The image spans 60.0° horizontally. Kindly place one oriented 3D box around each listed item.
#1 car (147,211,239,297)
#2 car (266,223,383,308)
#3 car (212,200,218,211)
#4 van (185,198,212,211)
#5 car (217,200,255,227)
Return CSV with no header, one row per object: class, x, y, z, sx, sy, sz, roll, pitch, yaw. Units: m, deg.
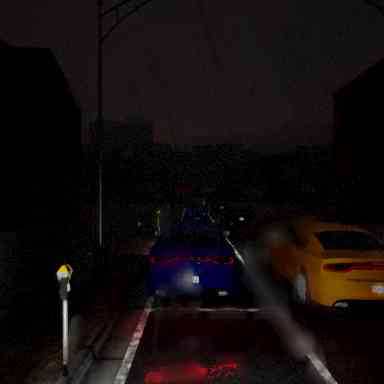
car,0.006,1.477,8.651,1.882,1.535,5.008,0,0,0
car,3.119,1.477,8.000,1.882,1.535,5.008,0,0,0
car,3.117,1.575,36.068,1.994,1.385,4.181,0,0,0
van,0.374,1.345,25.499,1.690,1.788,3.998,-1,0,0
car,3.027,1.480,22.673,1.882,1.535,5.008,0,0,0
